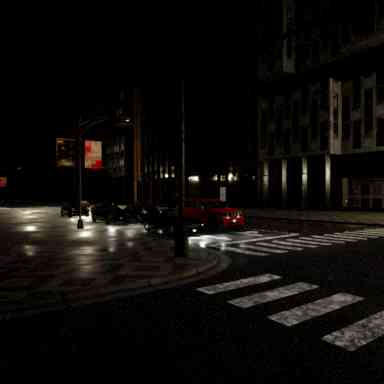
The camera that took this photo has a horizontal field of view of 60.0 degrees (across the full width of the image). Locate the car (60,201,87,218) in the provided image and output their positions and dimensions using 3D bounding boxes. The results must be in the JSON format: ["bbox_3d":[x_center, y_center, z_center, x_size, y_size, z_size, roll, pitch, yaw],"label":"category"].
[{"bbox_3d":[-13.012,1.867,36.887,2.097,1.767,4.553,0,-1,-35],"label":"car"}]

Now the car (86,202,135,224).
[{"bbox_3d":[-7.101,1.855,28.616,1.882,1.535,5.008,0,-1,-36],"label":"car"}]

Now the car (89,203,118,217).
[{"bbox_3d":[-10.365,2.024,38.771,1.812,1.442,4.674,0,-1,-35],"label":"car"}]

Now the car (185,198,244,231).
[{"bbox_3d":[1.074,1.455,22.822,2.150,2.045,5.566,0,-1,-34],"label":"car"}]

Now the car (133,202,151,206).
[{"bbox_3d":[-4.582,1.716,30.686,2.097,1.767,4.553,0,-1,-36],"label":"car"}]

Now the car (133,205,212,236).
[{"bbox_3d":[-1.411,1.793,20.665,2.033,1.411,5.357,0,-1,-36],"label":"car"}]

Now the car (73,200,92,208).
[{"bbox_3d":[-21.964,2.406,66.459,2.033,1.411,5.357,0,-1,-36],"label":"car"}]
